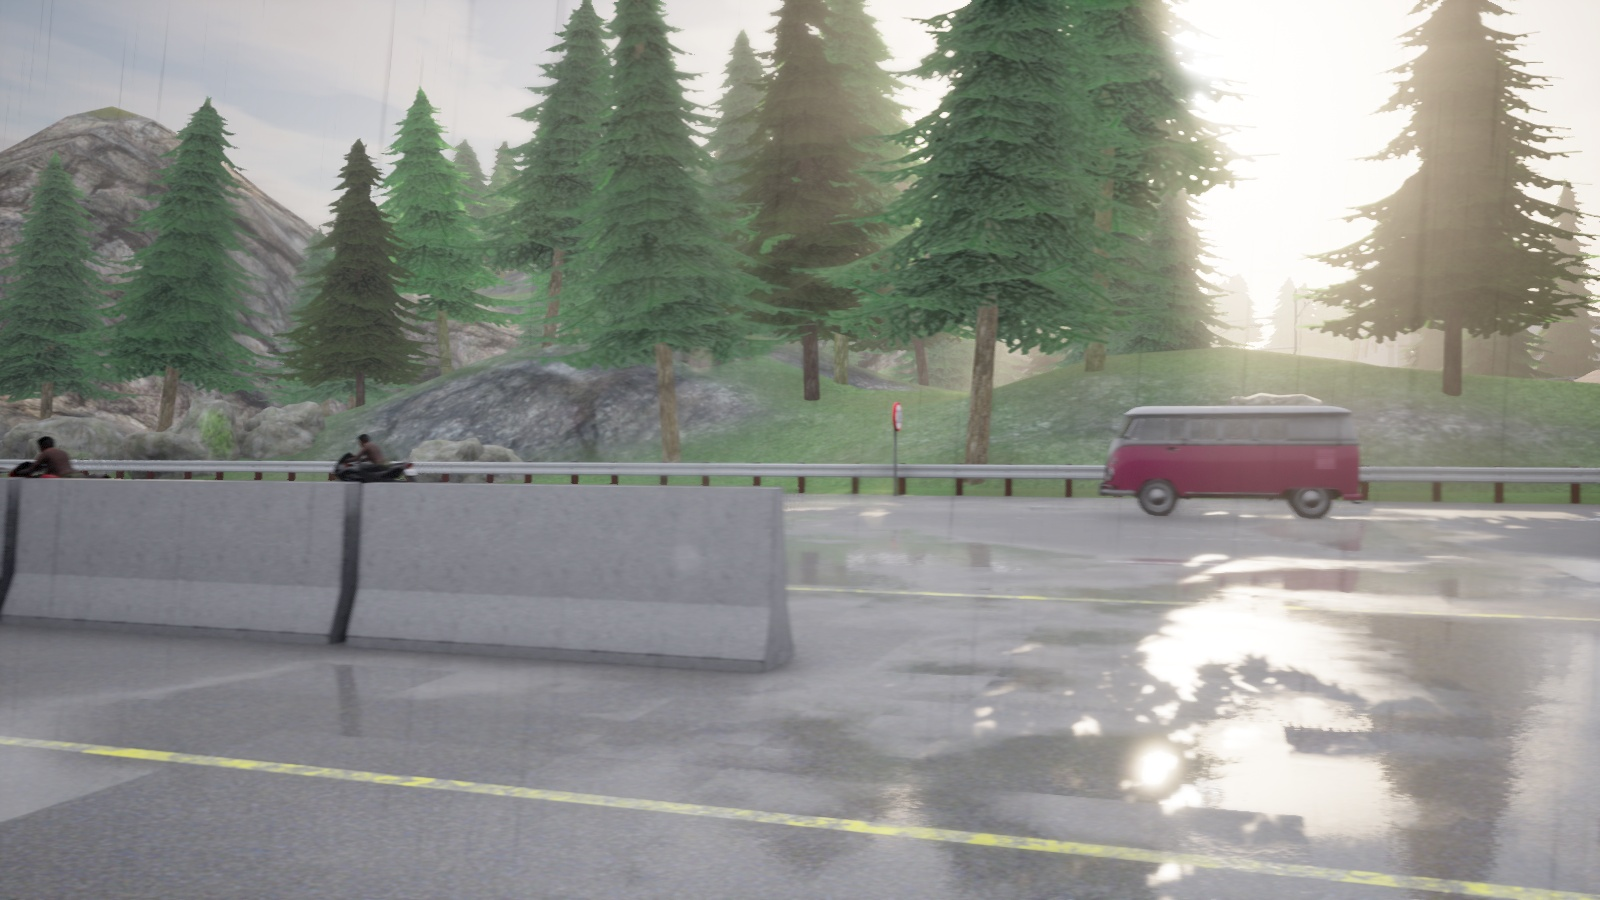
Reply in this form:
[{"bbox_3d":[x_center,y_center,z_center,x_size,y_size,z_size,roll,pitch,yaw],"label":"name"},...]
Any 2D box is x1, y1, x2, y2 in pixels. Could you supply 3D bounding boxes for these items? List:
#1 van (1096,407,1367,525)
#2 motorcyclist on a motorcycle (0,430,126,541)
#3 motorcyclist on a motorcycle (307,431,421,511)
[{"bbox_3d":[7.731,0.244,22.743,4.442,1.987,1.775,1,1,19],"label":"van"},{"bbox_3d":[-10.727,0.481,17.881,2.044,1.523,0.797,0,1,19],"label":"motorcyclist on a motorcycle"},{"bbox_3d":[-8.506,0.383,24.519,2.044,1.523,0.797,0,1,19],"label":"motorcyclist on a motorcycle"}]
